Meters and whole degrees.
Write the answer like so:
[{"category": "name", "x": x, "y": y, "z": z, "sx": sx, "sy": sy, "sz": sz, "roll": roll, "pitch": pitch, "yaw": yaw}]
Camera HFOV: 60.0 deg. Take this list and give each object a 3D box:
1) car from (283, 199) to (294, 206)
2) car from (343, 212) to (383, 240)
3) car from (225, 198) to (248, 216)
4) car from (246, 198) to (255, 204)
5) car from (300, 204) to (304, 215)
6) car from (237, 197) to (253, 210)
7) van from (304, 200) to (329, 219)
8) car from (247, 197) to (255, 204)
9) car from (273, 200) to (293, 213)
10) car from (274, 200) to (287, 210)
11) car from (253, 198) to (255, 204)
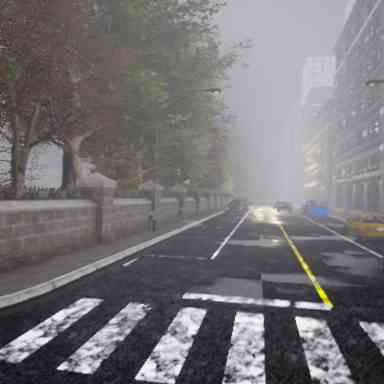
[{"category": "car", "x": 20.808, "y": 2.323, "z": 71.939, "sx": 2.008, "sy": 1.369, "sz": 4.403, "roll": 1, "pitch": 0, "yaw": 12}, {"category": "car", "x": 9.433, "y": 1.747, "z": 17.909, "sx": 1.752, "sy": 1.417, "sz": 4.829, "roll": 1, "pitch": 0, "yaw": 12}, {"category": "car", "x": 4.624, "y": 1.712, "z": 35.727, "sx": 1.967, "sy": 1.590, "sz": 4.097, "roll": 1, "pitch": 0, "yaw": 12}, {"category": "car", "x": 14.890, "y": 2.342, "z": 84.503, "sx": 1.947, "sy": 1.339, "sz": 4.313, "roll": 1, "pitch": 0, "yaw": 12}, {"category": "car", "x": 13.965, "y": 1.877, "z": 39.422, "sx": 1.967, "sy": 1.590, "sz": 4.097, "roll": 1, "pitch": 0, "yaw": 12}, {"category": "car", "x": 6.908, "y": 1.697, "z": 46.567, "sx": 2.192, "sy": 1.841, "sz": 5.009, "roll": 1, "pitch": 0, "yaw": 12}, {"category": "van", "x": 12.826, "y": 1.723, "z": 34.003, "sx": 1.690, "sy": 1.788, "sz": 3.998, "roll": 1, "pitch": 0, "yaw": 12}, {"category": "car", "x": 16.033, "y": 2.275, "z": 89.923, "sx": 1.967, "sy": 1.590, "sz": 4.097, "roll": 1, "pitch": 0, "yaw": 12}, {"category": "car", "x": 12.438, "y": 1.943, "z": 44.761, "sx": 2.128, "sy": 1.511, "sz": 4.902, "roll": 1, "pitch": 0, "yaw": 12}, {"category": "car", "x": 14.536, "y": 2.080, "z": 54.745, "sx": 1.812, "sy": 1.442, "sz": 4.674, "roll": 1, "pitch": 0, "yaw": 12}, {"category": "car", "x": 11.472, "y": 1.920, "z": 68.246, "sx": 2.192, "sy": 1.841, "sz": 5.009, "roll": 1, "pitch": 0, "yaw": 12}]
